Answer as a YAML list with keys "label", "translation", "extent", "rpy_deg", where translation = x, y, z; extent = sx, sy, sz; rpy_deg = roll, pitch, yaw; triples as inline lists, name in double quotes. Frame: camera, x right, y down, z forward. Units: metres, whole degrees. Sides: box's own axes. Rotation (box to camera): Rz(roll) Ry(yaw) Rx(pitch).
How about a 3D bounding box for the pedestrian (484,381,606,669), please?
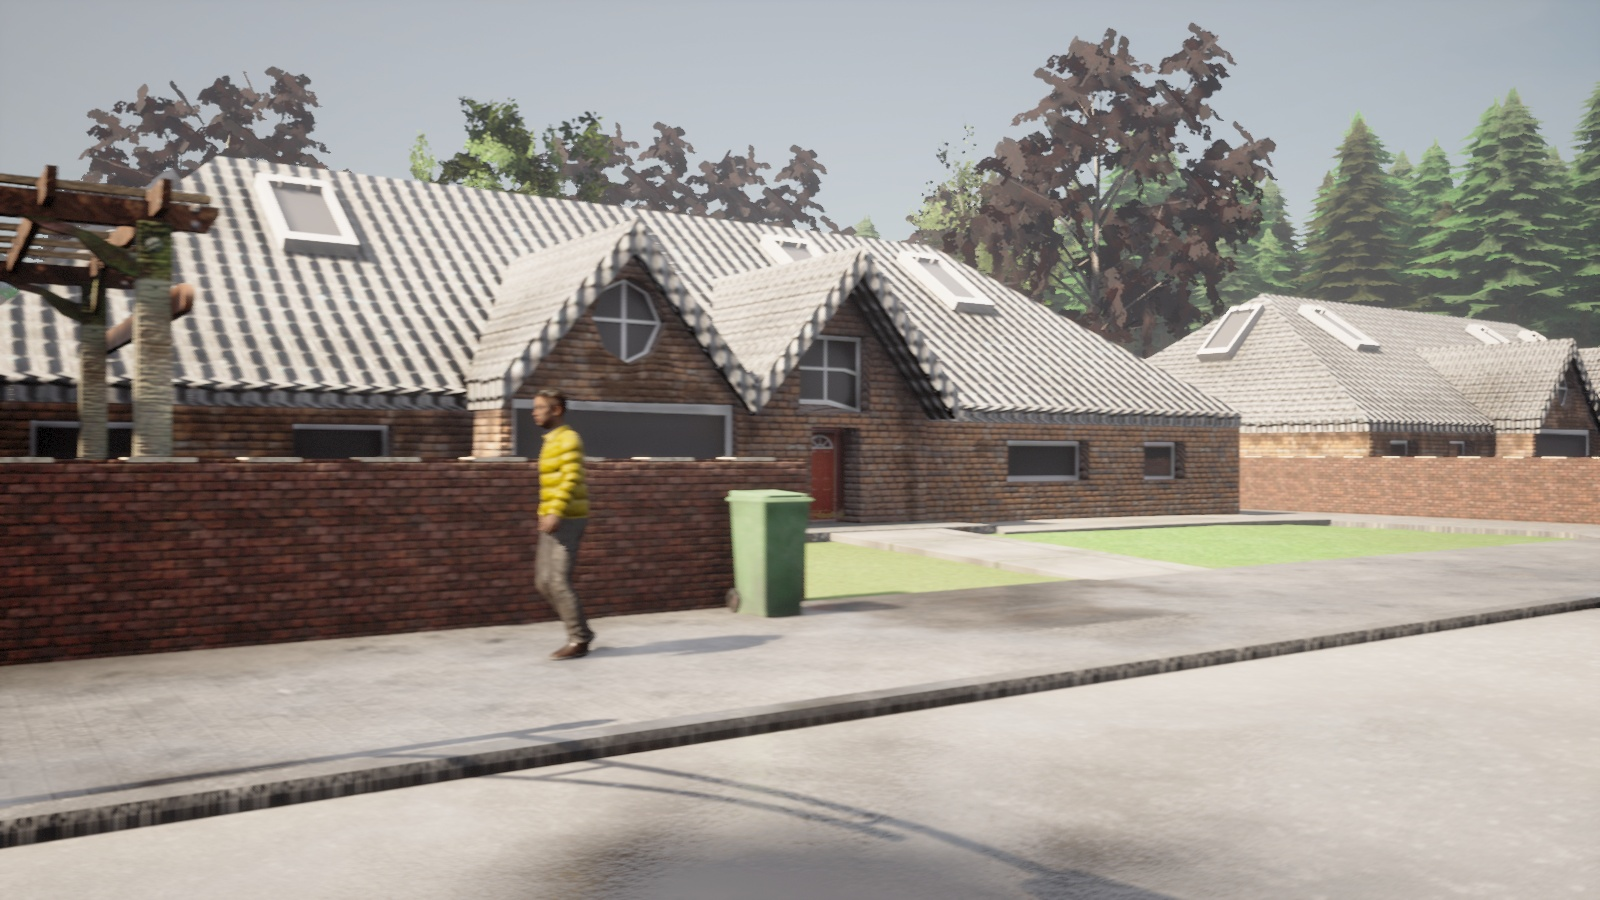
- label: "pedestrian"
  translation: [-1.704, 0.479, 8.385]
  extent: [0.709, 1.840, 0.431]
  rpy_deg: [0, 0, -26]
